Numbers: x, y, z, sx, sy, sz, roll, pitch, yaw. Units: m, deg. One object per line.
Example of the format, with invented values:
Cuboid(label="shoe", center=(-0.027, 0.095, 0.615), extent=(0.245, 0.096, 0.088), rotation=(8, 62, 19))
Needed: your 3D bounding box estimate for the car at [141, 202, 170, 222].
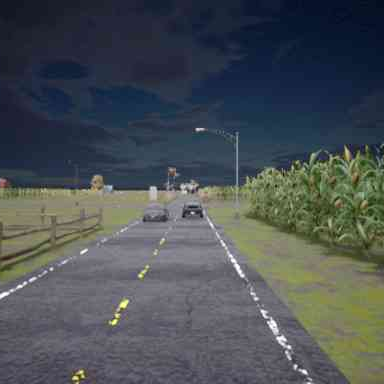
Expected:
Cuboid(label="car", center=(-2.859, 1.567, 26.739), extent=(1.837, 1.490, 4.892), rotation=(0, 0, 0))

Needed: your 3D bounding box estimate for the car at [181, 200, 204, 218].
Cuboid(label="car", center=(0.065, 1.577, 31.523), extent=(1.837, 1.490, 4.892), rotation=(0, 0, 0))

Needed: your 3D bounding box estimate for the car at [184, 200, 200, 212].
Cuboid(label="car", center=(0.021, 1.691, 41.758), extent=(1.895, 1.301, 4.718), rotation=(0, 0, 0))
